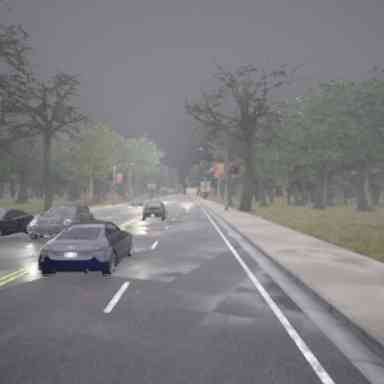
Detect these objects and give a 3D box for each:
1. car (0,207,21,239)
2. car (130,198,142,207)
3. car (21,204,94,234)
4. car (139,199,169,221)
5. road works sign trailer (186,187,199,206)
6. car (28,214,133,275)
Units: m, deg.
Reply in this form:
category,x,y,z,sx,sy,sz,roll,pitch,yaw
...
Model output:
category,x,y,z,sx,sy,sz,roll,pitch,yaw
car,-9.851,1.559,16.882,1.882,1.535,5.008,0,0,0
car,-9.814,1.869,59.150,1.837,1.490,4.892,0,0,0
car,-6.601,1.436,17.374,2.097,1.767,4.553,0,0,0
car,-3.154,1.646,29.092,1.837,1.490,4.892,0,0,0
road works sign trailer,-0.040,0.888,66.570,2.380,3.560,2.880,0,0,0
car,-3.151,1.616,10.643,1.994,1.385,4.181,0,0,0
